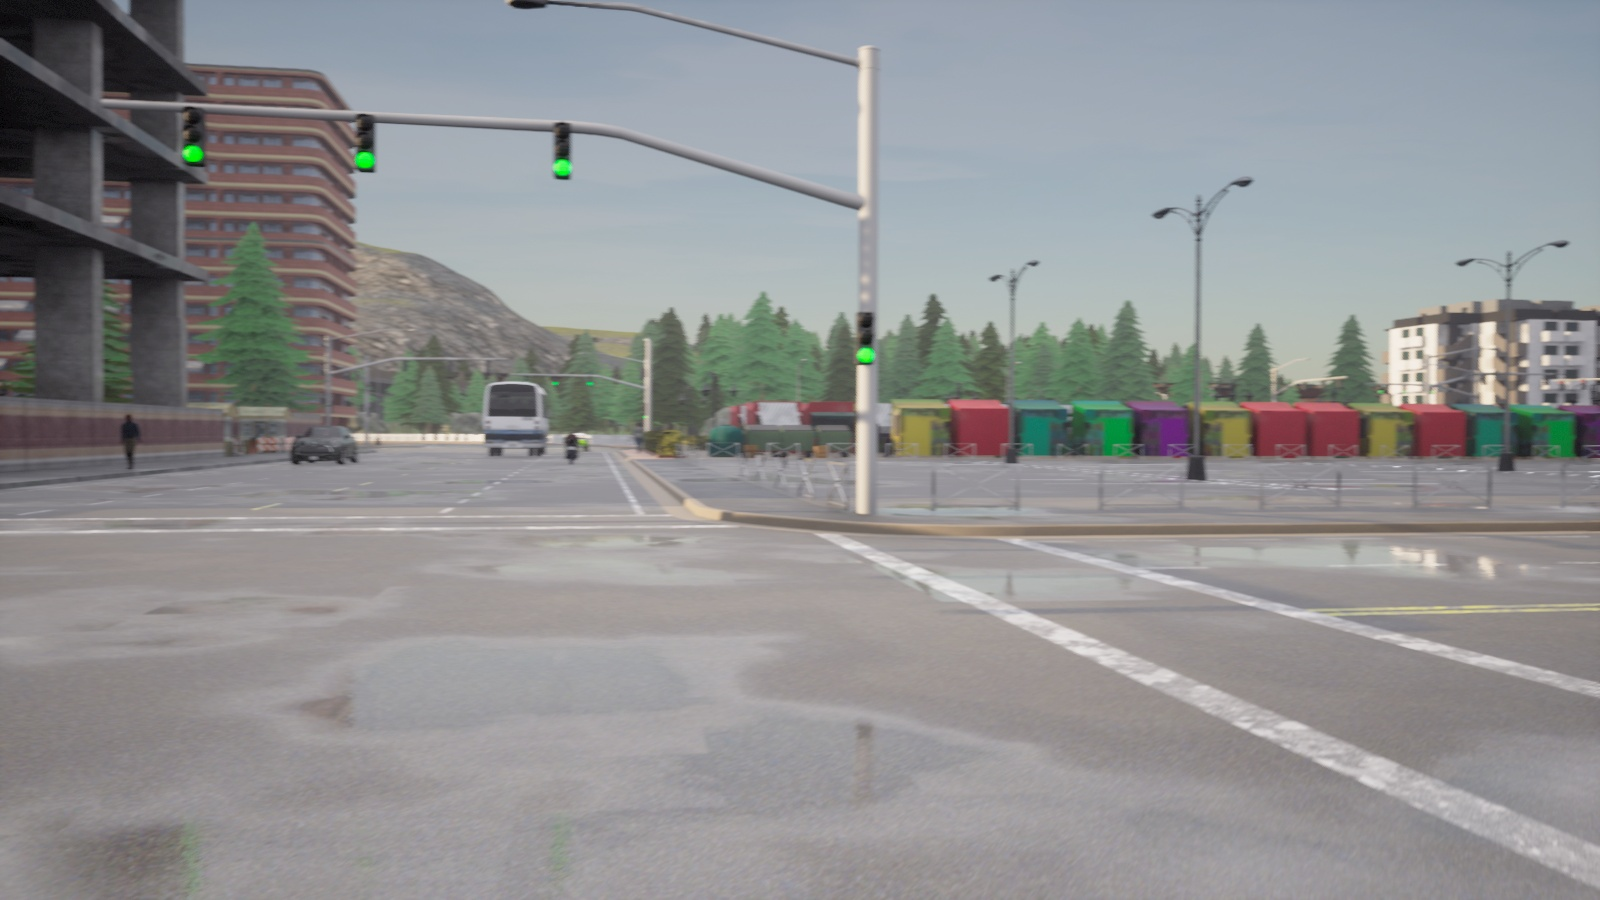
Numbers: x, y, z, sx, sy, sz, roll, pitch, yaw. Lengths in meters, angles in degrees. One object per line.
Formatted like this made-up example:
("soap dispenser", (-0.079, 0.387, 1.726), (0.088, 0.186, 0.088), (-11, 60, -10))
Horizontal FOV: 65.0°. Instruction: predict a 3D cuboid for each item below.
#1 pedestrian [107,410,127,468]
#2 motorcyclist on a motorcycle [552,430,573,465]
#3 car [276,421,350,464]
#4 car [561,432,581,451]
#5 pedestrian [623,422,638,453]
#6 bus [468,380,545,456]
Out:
("pedestrian", (-22.059, -0.355, 40.588), (0.370, 1.835, 0.726), (0, 1, -11))
("motorcyclist on a motorcycle", (-10.576, -0.108, 55.993), (0.866, 1.530, 2.191), (0, 1, -10))
("car", (-20.891, -0.332, 54.025), (2.097, 1.767, 4.553), (0, 1, -10))
("car", (-16.876, -0.618, 92.560), (1.481, 1.376, 2.207), (0, 1, -10))
("pedestrian", (-10.014, -0.742, 74.133), (0.874, 1.855, 0.900), (0, 1, -7))
("bus", (-17.507, -1.849, 75.651), (3.944, 4.253, 10.273), (0, 1, -10))
